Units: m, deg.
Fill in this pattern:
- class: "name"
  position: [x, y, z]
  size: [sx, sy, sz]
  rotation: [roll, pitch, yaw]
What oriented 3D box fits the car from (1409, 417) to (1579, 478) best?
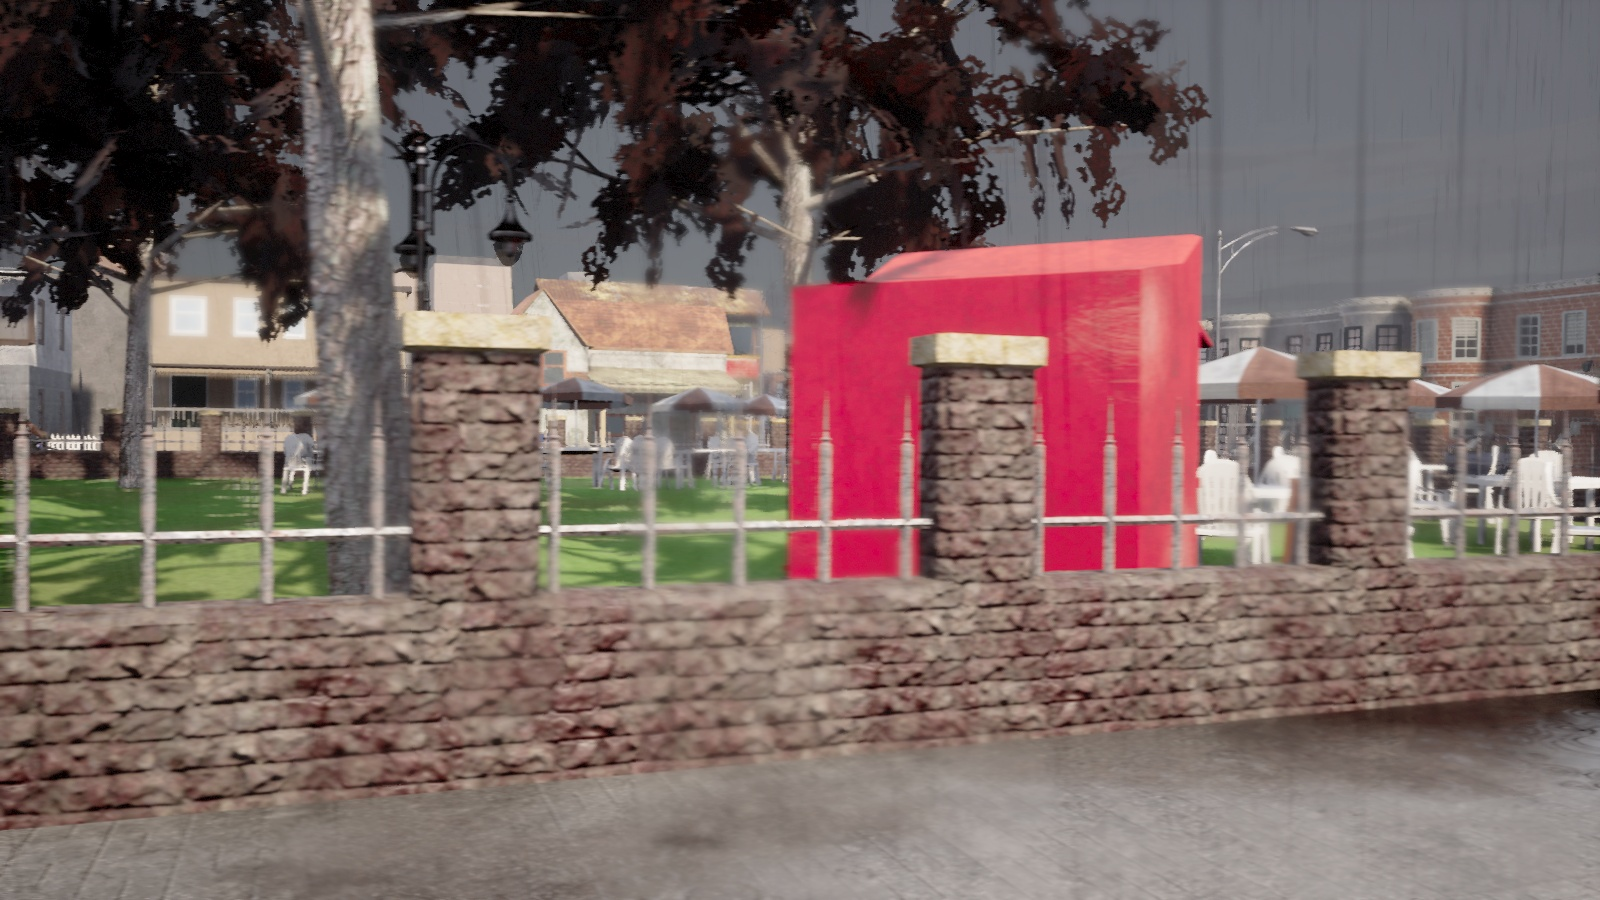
- class: "car"
  position: [19.726, -0.101, 35.879]
  size: [1.851, 1.617, 3.988]
  rotation: [-1, 1, -21]
